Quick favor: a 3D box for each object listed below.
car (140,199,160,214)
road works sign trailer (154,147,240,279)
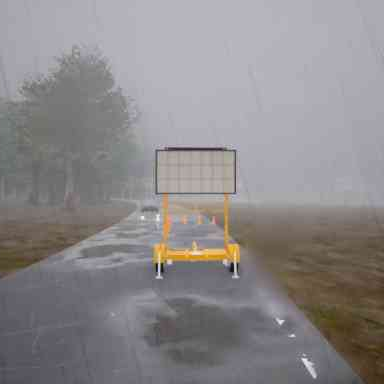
[{"bbox_3d":[-4.447,1.481,35.538,1.882,1.535,5.008,0,0,-6],"label":"car"},{"bbox_3d":[0.110,0.464,10.063,2.380,3.560,2.880,0,0,-1],"label":"road works sign trailer"}]
